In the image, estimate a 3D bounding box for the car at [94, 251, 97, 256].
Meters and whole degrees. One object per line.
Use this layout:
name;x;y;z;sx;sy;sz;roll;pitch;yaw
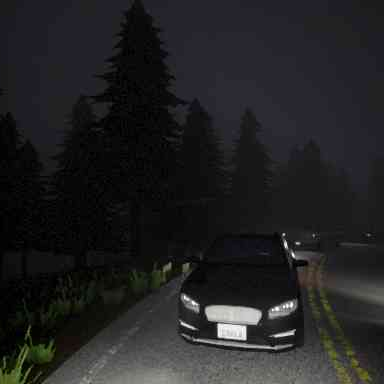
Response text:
car;-20.283;13.650;72.938;4.181;1.381;1.994;-2;-5;31

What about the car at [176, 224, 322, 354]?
car;1.130;1.561;6.575;2.128;1.511;4.902;-1;-2;15

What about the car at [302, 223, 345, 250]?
car;6.465;2.304;17.631;1.895;1.301;4.718;-3;-6;39

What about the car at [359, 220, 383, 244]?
car;15.773;3.218;26.413;5.566;2.045;2.150;8;-8;-28
